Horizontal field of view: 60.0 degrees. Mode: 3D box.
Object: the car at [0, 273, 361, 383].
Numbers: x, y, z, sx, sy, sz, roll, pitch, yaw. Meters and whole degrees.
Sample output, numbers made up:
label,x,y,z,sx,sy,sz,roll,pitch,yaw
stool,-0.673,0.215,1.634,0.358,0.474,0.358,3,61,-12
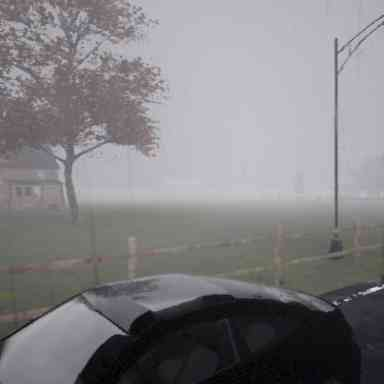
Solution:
label,x,y,z,sx,sy,sz,roll,pitch,yaw
car,-0.453,1.524,2.697,4.674,1.442,1.812,0,0,-35
